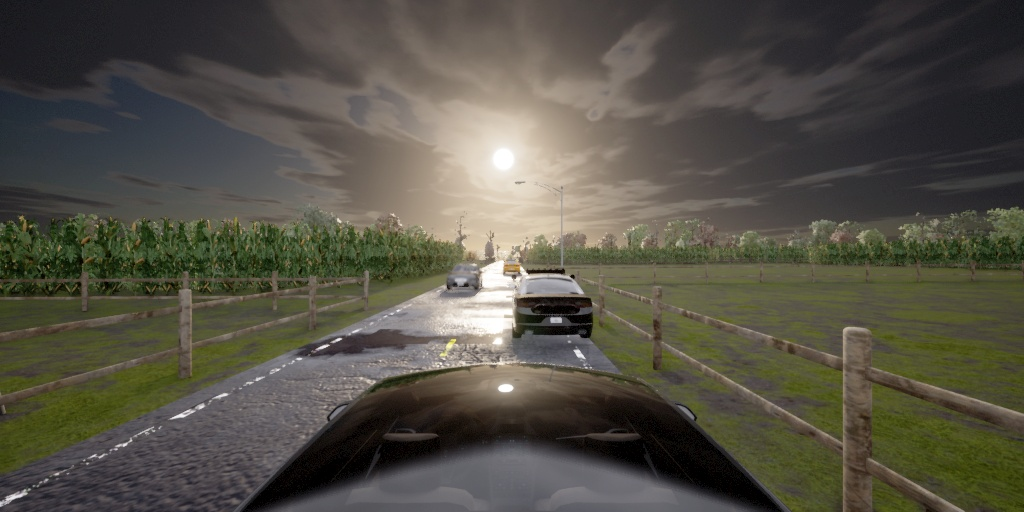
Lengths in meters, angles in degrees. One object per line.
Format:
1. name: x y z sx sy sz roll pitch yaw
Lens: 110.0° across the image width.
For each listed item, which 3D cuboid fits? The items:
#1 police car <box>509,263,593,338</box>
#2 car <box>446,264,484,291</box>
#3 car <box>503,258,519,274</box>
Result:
1. police car: 0.943 1.175 10.292 1.930 1.638 5.238 0 0 0
2. car: -2.802 1.239 21.961 2.128 1.511 4.902 0 0 0
3. car: -0.020 1.212 40.487 1.882 1.535 5.008 0 0 0
